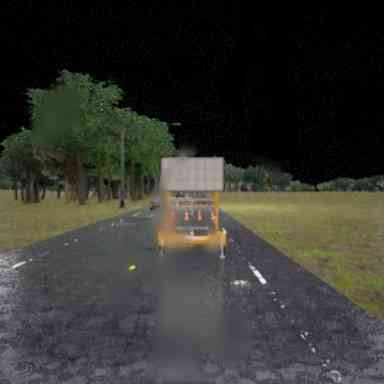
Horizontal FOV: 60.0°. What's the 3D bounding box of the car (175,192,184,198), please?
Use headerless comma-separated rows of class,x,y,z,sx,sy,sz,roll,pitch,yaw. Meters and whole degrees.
car,-2.868,0.727,77.506,1.895,1.301,4.718,0,1,1

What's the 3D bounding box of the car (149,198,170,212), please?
car,-3.448,1.321,36.145,2.033,1.411,5.357,0,0,1

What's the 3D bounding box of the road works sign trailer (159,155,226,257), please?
road works sign trailer,0.018,0.399,12.562,2.380,3.560,2.880,0,0,0
